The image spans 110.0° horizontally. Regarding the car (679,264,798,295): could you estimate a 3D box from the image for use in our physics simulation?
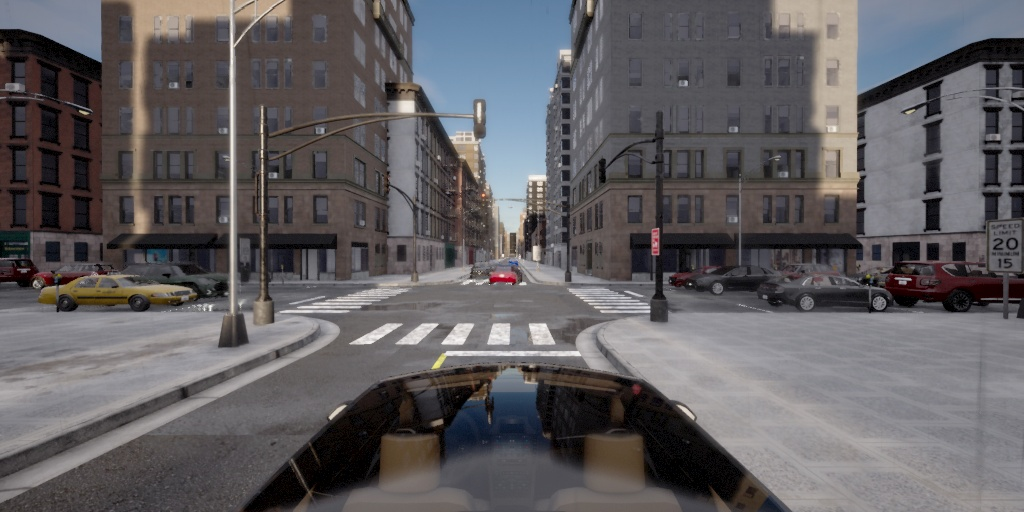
[{"bbox_3d":[11.918,1.253,19.088,4.892,1.490,1.837,0,0,0],"label":"car"}]

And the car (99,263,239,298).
[{"bbox_3d":[-15.094,1.108,16.225,4.553,1.767,2.097,0,0,0],"label":"car"}]

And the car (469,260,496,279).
[{"bbox_3d":[-2.779,1.260,33.003,1.837,1.490,4.892,0,0,0],"label":"car"}]

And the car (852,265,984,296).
[{"bbox_3d":[21.400,1.256,19.061,4.892,1.490,1.837,0,0,0],"label":"car"}]

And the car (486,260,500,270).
[{"bbox_3d":[-2.728,1.289,52.702,1.812,1.442,4.674,0,0,1],"label":"car"}]

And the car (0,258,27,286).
[{"bbox_3d":[-32.015,1.041,21.769,5.009,1.841,2.192,0,0,0],"label":"car"}]

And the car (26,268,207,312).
[{"bbox_3d":[-14.885,1.294,13.690,4.829,1.417,1.751,0,0,0],"label":"car"}]

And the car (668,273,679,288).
[{"bbox_3d":[11.816,1.281,21.631,4.507,1.381,1.888,0,0,0],"label":"car"}]

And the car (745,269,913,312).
[{"bbox_3d":[11.790,1.325,13.606,4.403,1.370,2.007,0,0,0],"label":"car"}]

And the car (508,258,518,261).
[{"bbox_3d":[0.141,1.247,63.113,1.882,1.535,5.008,0,0,0],"label":"car"}]

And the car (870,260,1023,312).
[{"bbox_3d":[17.199,1.091,13.589,5.009,1.841,2.192,0,0,0],"label":"car"}]

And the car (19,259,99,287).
[{"bbox_3d":[-26.353,1.167,21.751,4.097,1.591,1.967,0,0,0],"label":"car"}]

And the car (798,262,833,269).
[{"bbox_3d":[17.225,1.177,21.614,4.097,1.591,1.967,0,0,0],"label":"car"}]

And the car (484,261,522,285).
[{"bbox_3d":[-0.420,1.313,26.172,1.994,1.385,4.181,0,0,8],"label":"car"}]
